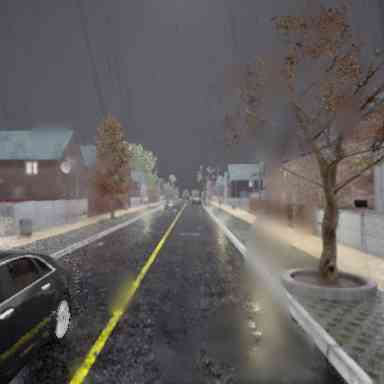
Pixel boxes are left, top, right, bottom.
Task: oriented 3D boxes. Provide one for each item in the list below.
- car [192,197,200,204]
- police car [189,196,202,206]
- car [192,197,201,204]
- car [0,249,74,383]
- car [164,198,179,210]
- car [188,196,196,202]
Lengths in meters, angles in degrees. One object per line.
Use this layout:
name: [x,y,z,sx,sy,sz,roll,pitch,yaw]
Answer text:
car: [0.871,1.841,77.259,1.882,1.535,5.008,0,0,0]
police car: [0.861,1.674,61.368,1.930,1.638,5.238,0,0,0]
car: [0.867,1.841,71.258,1.812,1.442,4.674,0,0,0]
car: [-2.847,1.510,3.607,1.837,1.490,4.892,0,0,0]
car: [-2.797,1.654,46.765,2.128,1.511,4.902,0,-1,0]
car: [0.056,1.992,95.294,2.128,1.511,4.902,0,-1,0]
